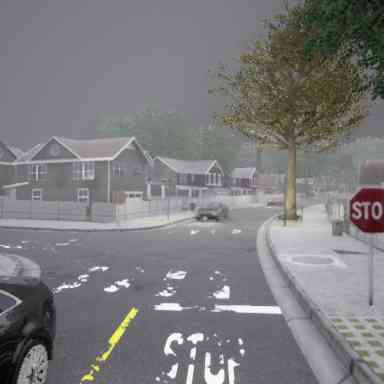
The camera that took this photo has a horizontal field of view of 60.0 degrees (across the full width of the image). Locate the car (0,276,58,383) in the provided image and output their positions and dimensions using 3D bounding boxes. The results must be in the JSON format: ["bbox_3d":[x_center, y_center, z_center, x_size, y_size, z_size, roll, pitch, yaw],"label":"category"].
[{"bbox_3d":[-2.579,1.492,2.049,2.128,1.511,4.902,0,0,2],"label":"car"}]

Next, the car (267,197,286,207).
[{"bbox_3d":[12.674,1.451,49.910,1.994,1.385,4.181,0,0,29],"label":"car"}]

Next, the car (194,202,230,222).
[{"bbox_3d":[1.750,1.542,26.689,2.033,1.411,5.357,0,0,18],"label":"car"}]
